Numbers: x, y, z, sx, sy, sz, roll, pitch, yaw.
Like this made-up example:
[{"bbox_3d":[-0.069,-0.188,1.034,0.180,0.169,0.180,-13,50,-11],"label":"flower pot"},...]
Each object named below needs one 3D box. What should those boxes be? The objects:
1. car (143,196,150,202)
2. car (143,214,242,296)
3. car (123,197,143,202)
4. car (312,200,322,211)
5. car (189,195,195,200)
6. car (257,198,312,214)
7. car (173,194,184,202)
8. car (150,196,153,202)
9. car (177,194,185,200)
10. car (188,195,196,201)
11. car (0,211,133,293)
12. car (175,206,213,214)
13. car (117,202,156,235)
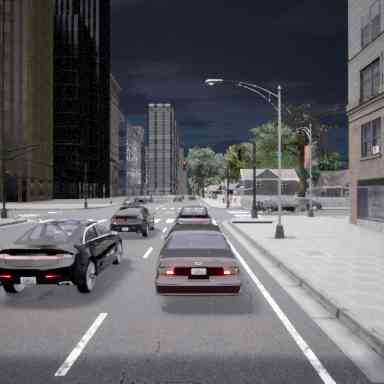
[{"bbox_3d":[-9.769,1.595,63.100,1.895,1.301,4.718,0,0,1],"label":"car"},{"bbox_3d":[0.094,1.545,8.768,2.033,1.411,5.357,0,0,-1],"label":"car"},{"bbox_3d":[-9.806,1.487,53.781,2.128,1.511,4.902,0,0,1],"label":"car"},{"bbox_3d":[13.298,1.554,40.720,4.892,1.490,1.837,0,-1,0],"label":"car"},{"bbox_3d":[0.035,1.526,94.348,1.812,1.442,4.674,0,0,0],"label":"car"},{"bbox_3d":[9.188,1.473,34.049,4.902,1.511,2.128,0,-1,0],"label":"car"},{"bbox_3d":[-3.219,1.517,76.703,1.812,1.442,4.674,0,0,0],"label":"car"},{"bbox_3d":[-9.723,1.517,73.212,1.812,1.442,4.674,0,0,0],"label":"car"},{"bbox_3d":[-3.215,1.357,93.903,2.097,1.767,4.553,0,0,0],"label":"car"},{"bbox_3d":[0.032,1.495,84.112,1.837,1.490,4.892,0,0,0],"label":"car"},{"bbox_3d":[-3.148,1.492,8.839,2.128,1.511,4.902,0,0,0],"label":"car"},{"bbox_3d":[0.105,1.491,17.821,2.128,1.511,4.902,0,0,0],"label":"car"},{"bbox_3d":[-3.143,1.504,18.099,1.837,1.490,4.892,0,0,0],"label":"car"}]
